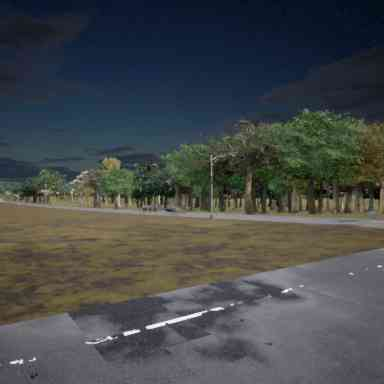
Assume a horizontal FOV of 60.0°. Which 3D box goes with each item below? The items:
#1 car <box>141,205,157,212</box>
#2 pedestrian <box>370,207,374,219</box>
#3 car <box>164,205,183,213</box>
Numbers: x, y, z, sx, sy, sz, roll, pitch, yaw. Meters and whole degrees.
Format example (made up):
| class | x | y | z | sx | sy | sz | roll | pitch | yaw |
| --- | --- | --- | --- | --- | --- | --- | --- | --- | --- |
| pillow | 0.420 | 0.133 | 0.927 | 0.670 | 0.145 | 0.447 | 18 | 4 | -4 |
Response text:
| class | x | y | z | sx | sy | sz | roll | pitch | yaw |
| --- | --- | --- | --- | --- | --- | --- | --- | --- | --- |
| car | -9.263 | 3.559 | 71.755 | 1.837 | 1.490 | 4.892 | 1 | -2 | -33 |
| pedestrian | 19.252 | 2.203 | 35.553 | 0.375 | 1.300 | 0.375 | -2 | 1 | -33 |
| car | -3.494 | 3.249 | 63.143 | 2.128 | 1.511 | 4.902 | 1 | -2 | -33 |
